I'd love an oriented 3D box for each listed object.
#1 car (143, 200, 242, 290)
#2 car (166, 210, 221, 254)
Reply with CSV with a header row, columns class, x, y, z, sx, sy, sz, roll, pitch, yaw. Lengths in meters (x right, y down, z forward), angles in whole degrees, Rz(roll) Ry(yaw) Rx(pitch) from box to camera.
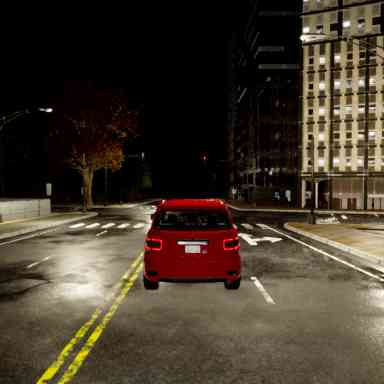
class,x,y,z,sx,sy,sz,roll,pitch,yaw
car,-0.022,1.218,9.215,2.150,2.045,5.566,0,0,-1
car,0.062,1.560,14.154,1.994,1.385,4.181,0,0,0
